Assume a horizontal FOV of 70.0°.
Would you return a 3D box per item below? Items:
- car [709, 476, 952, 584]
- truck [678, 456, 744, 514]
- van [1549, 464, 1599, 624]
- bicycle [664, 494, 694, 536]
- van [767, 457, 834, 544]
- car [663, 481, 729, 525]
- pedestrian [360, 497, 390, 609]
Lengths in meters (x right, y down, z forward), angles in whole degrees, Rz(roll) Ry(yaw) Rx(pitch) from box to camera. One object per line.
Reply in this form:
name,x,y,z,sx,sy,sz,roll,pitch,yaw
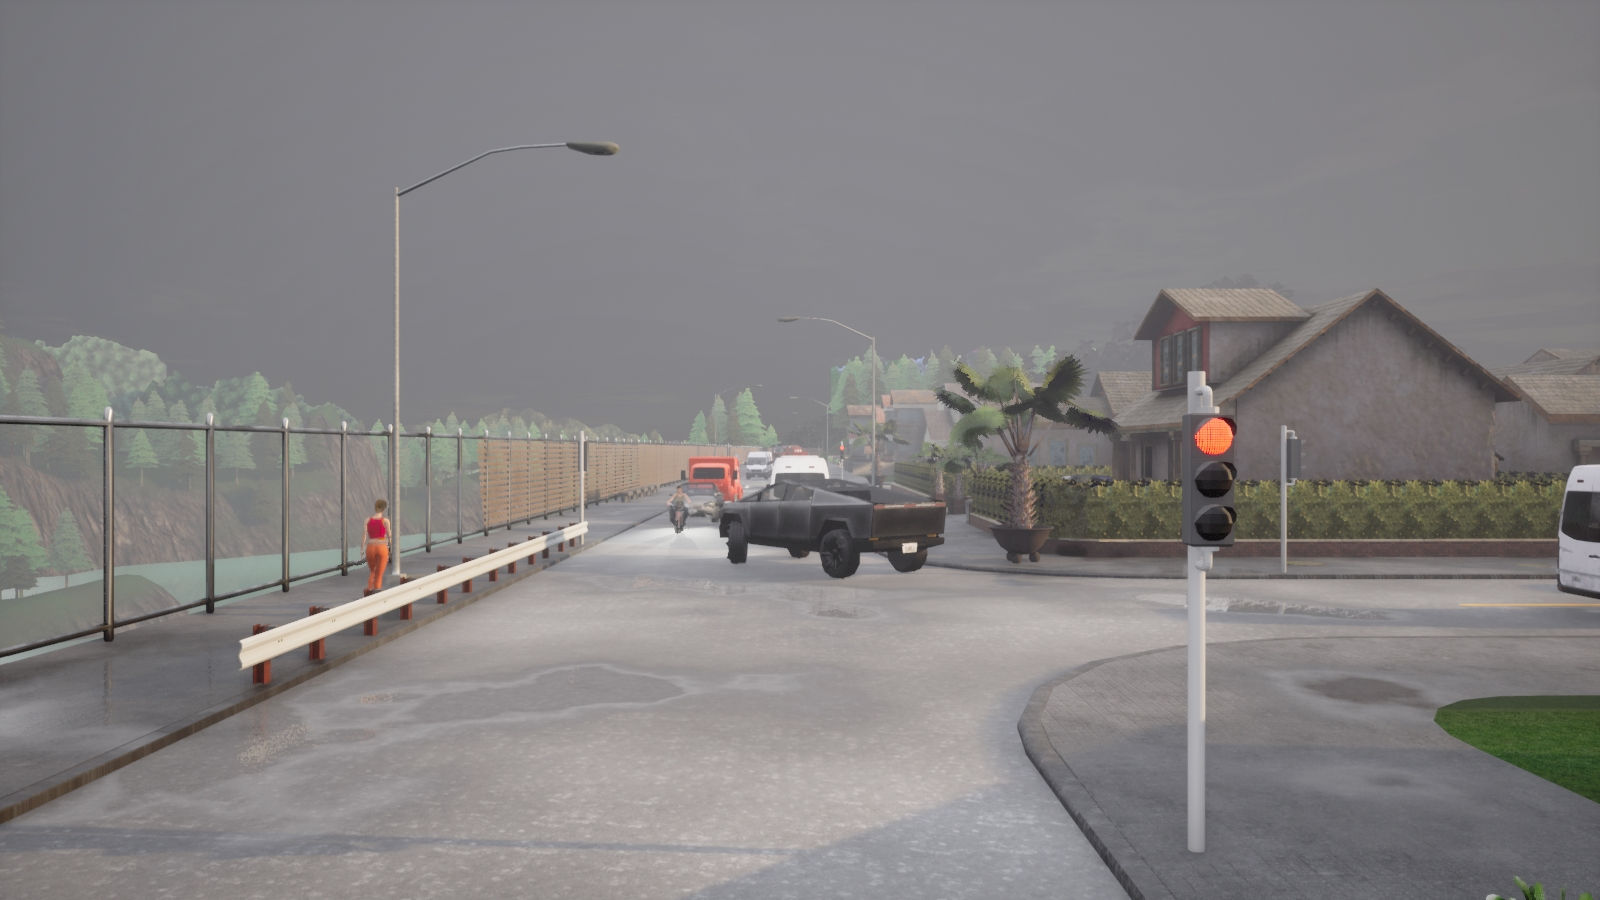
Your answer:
car,0.520,1.736,26.916,2.390,2.098,6.274,0,0,-36
truck,-3.992,1.535,52.425,2.627,2.467,5.204,0,0,0
van,15.849,1.522,18.661,5.915,2.561,1.988,0,0,1
bicycle,-3.999,2.135,37.867,0.859,1.276,1.487,0,1,0
van,0.006,1.511,36.872,1.988,2.561,5.915,0,0,0
car,-3.996,2.021,44.687,2.128,1.511,4.902,0,0,0
pedestrian,-7.166,1.732,19.265,0.375,1.860,0.375,0,0,-1
